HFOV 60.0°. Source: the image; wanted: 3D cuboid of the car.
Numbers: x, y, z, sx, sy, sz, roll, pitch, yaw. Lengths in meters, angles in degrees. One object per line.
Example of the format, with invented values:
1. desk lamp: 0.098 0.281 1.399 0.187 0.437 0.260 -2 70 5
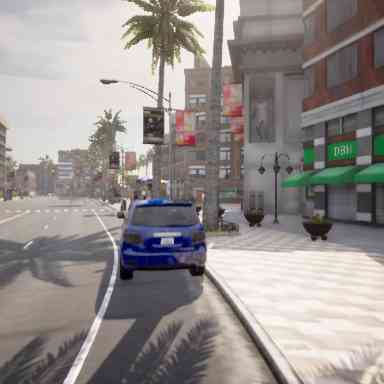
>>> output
1. car: -1.082 1.217 10.223 2.150 2.045 5.566 0 0 -11
